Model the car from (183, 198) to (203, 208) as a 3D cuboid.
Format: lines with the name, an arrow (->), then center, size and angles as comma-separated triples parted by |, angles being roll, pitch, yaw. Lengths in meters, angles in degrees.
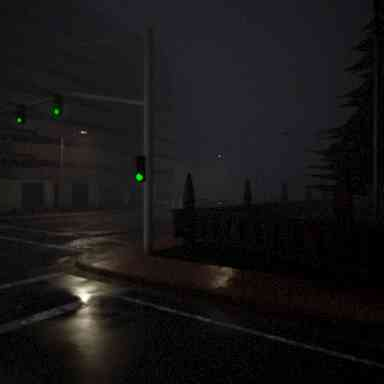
car -> 0.846, 1.506, 42.270 | 1.837, 1.490, 4.892 | 0, 0, 35

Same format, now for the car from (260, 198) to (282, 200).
car -> 12.850, 1.266, 53.269 | 2.033, 1.411, 5.357 | 0, 0, 35

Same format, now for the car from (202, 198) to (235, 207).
car -> 3.501, 1.573, 39.958 | 1.994, 1.385, 4.181 | 0, 0, 35
